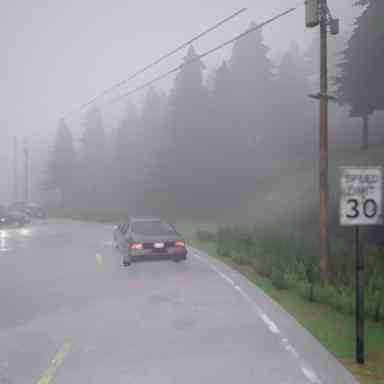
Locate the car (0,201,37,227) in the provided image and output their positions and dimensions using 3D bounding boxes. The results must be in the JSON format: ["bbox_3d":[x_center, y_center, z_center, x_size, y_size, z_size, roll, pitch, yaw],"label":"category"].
[{"bbox_3d":[-12.627,1.517,21.563,5.357,1.411,2.033,0,0,37],"label":"car"}]

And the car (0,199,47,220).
[{"bbox_3d":[-13.258,1.486,25.945,4.674,1.442,1.812,0,0,32],"label":"car"}]

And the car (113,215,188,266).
[{"bbox_3d":[-1.650,1.523,11.644,2.033,1.411,5.357,0,0,-17],"label":"car"}]

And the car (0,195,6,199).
[{"bbox_3d":[-38.485,1.363,65.812,4.892,1.490,1.837,0,0,39],"label":"car"}]
